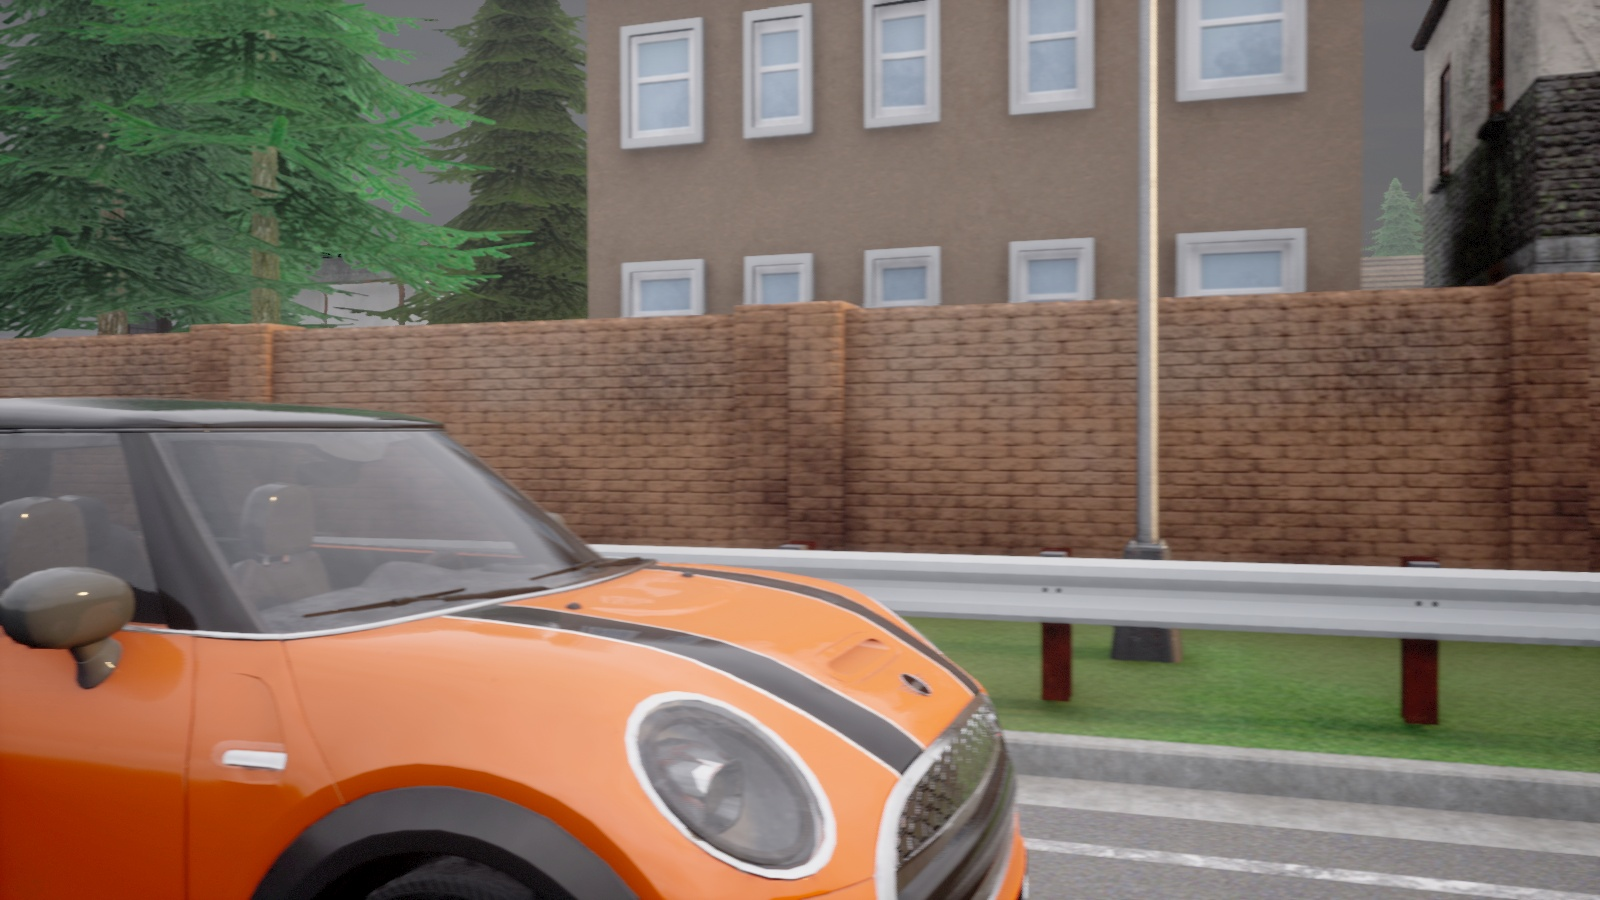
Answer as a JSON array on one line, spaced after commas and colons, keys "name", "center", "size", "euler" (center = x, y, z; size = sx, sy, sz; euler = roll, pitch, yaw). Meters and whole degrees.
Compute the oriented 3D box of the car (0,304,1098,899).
[{"name": "car", "center": [-1.554, 0.620, 3.714], "size": [4.553, 1.767, 2.097], "euler": [1, 1, 19]}]
